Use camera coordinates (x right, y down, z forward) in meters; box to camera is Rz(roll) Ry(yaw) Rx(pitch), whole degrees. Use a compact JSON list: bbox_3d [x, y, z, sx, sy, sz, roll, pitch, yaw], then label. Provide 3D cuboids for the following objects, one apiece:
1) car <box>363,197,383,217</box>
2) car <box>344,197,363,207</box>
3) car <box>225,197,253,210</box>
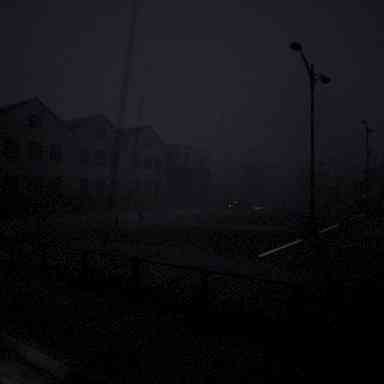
[{"bbox_3d":[15.422,1.298,26.809,2.007,1.523,4.514,0,0,35],"label":"car"},{"bbox_3d":[25.539,1.511,50.291,4.674,1.442,1.812,0,0,33],"label":"car"},{"bbox_3d":[5.632,1.313,39.493,1.837,1.490,4.892,0,0,35],"label":"car"}]
